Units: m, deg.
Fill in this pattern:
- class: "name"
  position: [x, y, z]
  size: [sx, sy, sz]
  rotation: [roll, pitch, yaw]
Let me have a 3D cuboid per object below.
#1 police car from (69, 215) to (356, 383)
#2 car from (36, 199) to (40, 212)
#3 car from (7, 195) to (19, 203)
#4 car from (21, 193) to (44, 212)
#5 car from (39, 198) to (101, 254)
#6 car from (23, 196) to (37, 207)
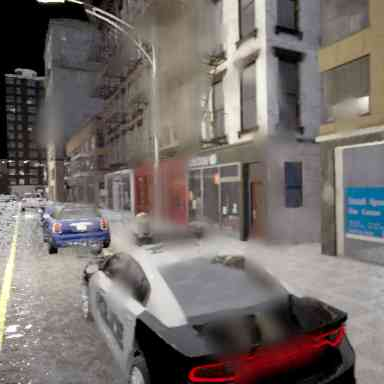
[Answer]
- class: "police car"
  position: [-0.350, 1.361, 4.761]
  size: [1.930, 1.638, 5.238]
  rotation: [-2, 1, -27]
- class: "car"
  position: [-7.567, 1.383, 18.917]
  size: [1.882, 1.535, 5.008]
  rotation: [-2, 1, -27]
- class: "car"
  position: [-35.656, 1.415, 66.133]
  size: [1.837, 1.490, 4.892]
  rotation: [-2, 0, -27]
- class: "car"
  position: [-18.311, 1.109, 38.238]
  size: [2.150, 2.045, 5.566]
  rotation: [-2, 1, -27]
- class: "car"
  position: [-4.831, 1.268, 13.544]
  size: [2.097, 1.767, 4.553]
  rotation: [-2, 1, -27]
- class: "car"
  position: [-24.927, 1.390, 51.147]
  size: [1.812, 1.442, 4.674]
  rotation: [-2, 1, -27]
